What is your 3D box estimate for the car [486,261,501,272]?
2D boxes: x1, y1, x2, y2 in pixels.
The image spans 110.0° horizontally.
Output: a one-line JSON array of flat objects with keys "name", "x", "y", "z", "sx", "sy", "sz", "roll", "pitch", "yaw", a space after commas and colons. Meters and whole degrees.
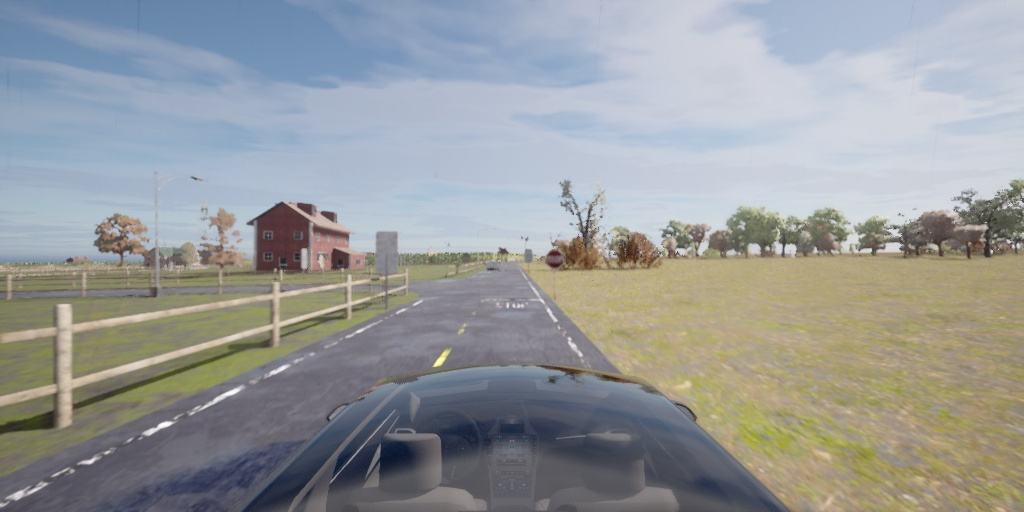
[{"name": "car", "x": -2.731, "y": 1.530, "z": 52.398, "sx": 1.837, "sy": 1.490, "sz": 4.892, "roll": 0, "pitch": 2, "yaw": 0}]
